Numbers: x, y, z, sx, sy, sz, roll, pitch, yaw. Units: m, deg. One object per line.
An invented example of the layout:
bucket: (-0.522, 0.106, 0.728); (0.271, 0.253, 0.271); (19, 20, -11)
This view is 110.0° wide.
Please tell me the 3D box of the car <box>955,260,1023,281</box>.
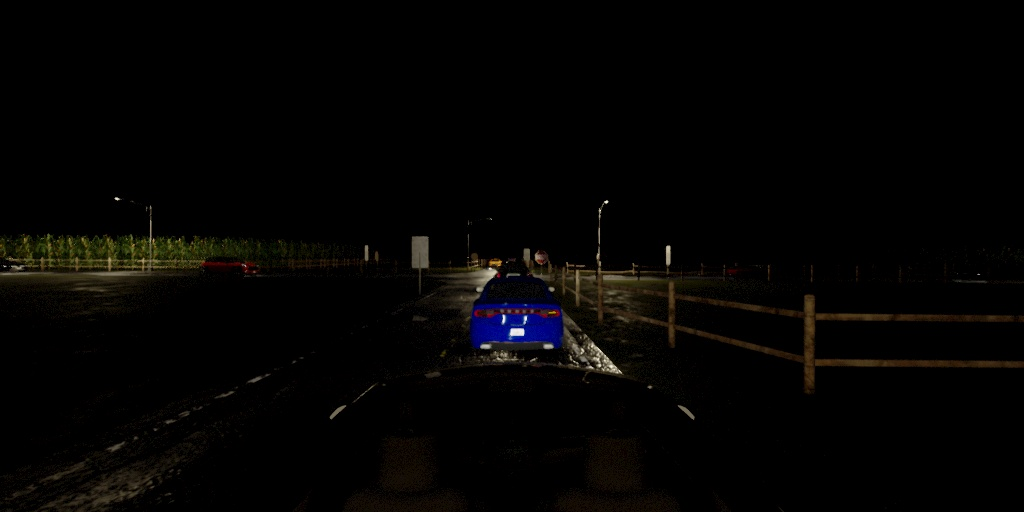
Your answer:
car: (47.850, 1.405, 35.688); (5.566, 2.045, 2.150); (1, 0, 1)

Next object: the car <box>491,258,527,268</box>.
car: (0.092, 1.097, 20.758); (2.097, 1.767, 4.553); (0, 0, 0)

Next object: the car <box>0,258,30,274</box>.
car: (-48.738, 0.903, 33.813); (4.674, 1.442, 1.812); (0, 0, 1)

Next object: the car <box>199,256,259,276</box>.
car: (-26.327, 0.904, 33.537); (4.553, 1.767, 2.097); (0, 0, 1)

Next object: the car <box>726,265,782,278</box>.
car: (24.115, 1.554, 36.003); (4.718, 1.301, 1.895); (1, 0, 1)

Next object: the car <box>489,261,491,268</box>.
car: (-2.826, 1.215, 60.786); (1.882, 1.535, 5.008); (0, 0, 0)

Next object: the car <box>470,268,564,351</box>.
car: (0.096, 1.226, 8.991); (1.882, 1.535, 5.008); (0, 0, 0)
